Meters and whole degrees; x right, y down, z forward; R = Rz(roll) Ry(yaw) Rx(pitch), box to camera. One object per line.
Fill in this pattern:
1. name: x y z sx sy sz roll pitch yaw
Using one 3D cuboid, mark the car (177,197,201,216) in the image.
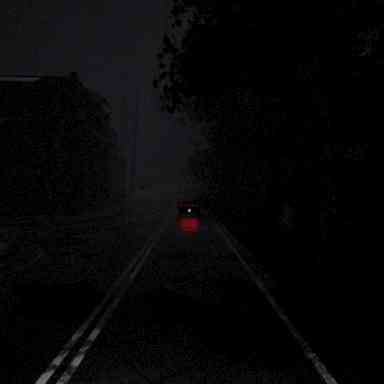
1. car: -0.267 1.223 29.377 1.837 1.490 4.892 0 1 -1
